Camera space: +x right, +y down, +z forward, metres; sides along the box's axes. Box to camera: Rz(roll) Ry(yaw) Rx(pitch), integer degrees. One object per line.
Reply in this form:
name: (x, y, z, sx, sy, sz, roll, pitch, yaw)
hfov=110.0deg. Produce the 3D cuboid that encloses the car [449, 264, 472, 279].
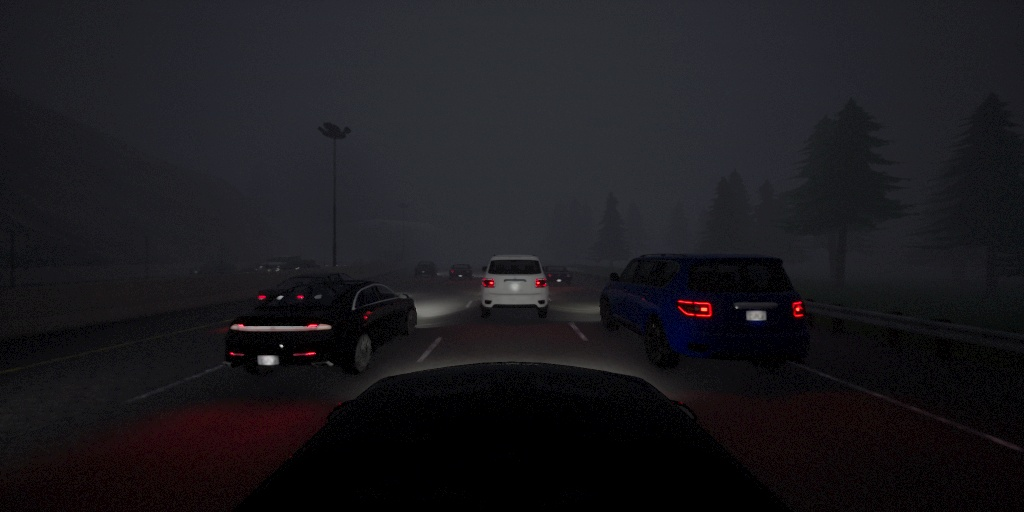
car: (-4.491, 1.354, 31.879, 1.895, 1.301, 4.718, 0, 0, -6)

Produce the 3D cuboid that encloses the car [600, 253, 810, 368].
car: (3.597, 0.972, 7.969, 2.150, 2.045, 5.566, 0, 0, 0)

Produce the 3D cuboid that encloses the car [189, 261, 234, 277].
car: (-29.808, 1.244, 35.882, 2.128, 1.511, 4.902, 0, 0, -8)

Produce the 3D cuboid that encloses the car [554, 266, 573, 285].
car: (3.004, 1.353, 26.319, 1.895, 1.301, 4.718, 0, 0, -4)

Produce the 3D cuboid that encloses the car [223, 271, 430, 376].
car: (-3.400, 1.242, 7.429, 2.128, 1.511, 4.902, 0, 0, 0)

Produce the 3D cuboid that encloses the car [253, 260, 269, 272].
car: (-22.710, 0.973, 35.675, 2.150, 2.045, 5.566, 0, 0, -7)

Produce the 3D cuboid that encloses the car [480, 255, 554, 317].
car: (0.054, 0.973, 13.275, 2.150, 2.045, 5.566, 0, 0, -1)

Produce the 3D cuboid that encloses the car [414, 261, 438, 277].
car: (-8.388, 1.245, 35.218, 2.128, 1.511, 4.902, 0, 0, -7)

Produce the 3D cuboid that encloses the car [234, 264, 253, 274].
car: (-26.569, 1.300, 38.195, 2.033, 1.411, 5.357, 0, 0, -8)

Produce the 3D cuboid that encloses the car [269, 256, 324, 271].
car: (-18.731, 1.104, 31.515, 2.097, 1.767, 4.553, 0, 0, -6)

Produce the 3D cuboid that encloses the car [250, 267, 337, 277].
car: (-6.941, 1.298, 13.252, 2.033, 1.411, 5.357, 0, 0, -1)
